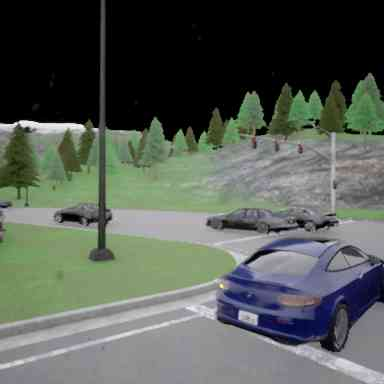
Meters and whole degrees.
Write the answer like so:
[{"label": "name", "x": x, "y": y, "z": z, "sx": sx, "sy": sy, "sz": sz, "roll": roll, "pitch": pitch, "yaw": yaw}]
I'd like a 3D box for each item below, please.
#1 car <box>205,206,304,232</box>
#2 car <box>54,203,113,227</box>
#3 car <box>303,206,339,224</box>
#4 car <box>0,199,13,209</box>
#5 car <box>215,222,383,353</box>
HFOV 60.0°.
[{"label": "car", "x": 3.362, "y": 1.627, "z": 19.321, "sx": 5.357, "sy": 1.411, "sz": 2.033, "roll": 0, "pitch": 0, "yaw": 40}, {"label": "car", "x": -7.651, "y": 1.532, "z": 23.249, "sx": 4.902, "sy": 1.511, "sz": 2.128, "roll": 0, "pitch": 0, "yaw": 35}, {"label": "car", "x": 6.315, "y": 1.587, "z": 20.256, "sx": 2.128, "sy": 1.511, "sz": 4.902, "roll": 1, "pitch": -1, "yaw": -44}, {"label": "car", "x": -27.368, "y": 1.568, "z": 45.256, "sx": 5.357, "sy": 1.411, "sz": 2.033, "roll": 0, "pitch": 0, "yaw": 5}, {"label": "car", "x": 2.301, "y": 1.556, "z": 6.252, "sx": 1.812, "sy": 1.442, "sz": 4.674, "roll": 0, "pitch": 0, "yaw": 42}]
